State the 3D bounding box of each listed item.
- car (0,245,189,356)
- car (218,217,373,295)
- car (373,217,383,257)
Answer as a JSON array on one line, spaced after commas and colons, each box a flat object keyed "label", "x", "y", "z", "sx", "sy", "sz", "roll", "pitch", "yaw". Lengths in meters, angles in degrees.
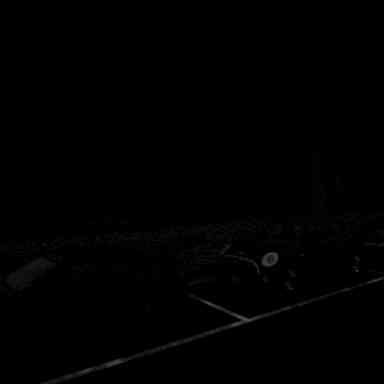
[{"label": "car", "x": -1.989, "y": 1.580, "z": 5.343, "sx": 4.206, "sy": 1.307, "sz": 1.802, "roll": 0, "pitch": 0, "yaw": -36}, {"label": "car", "x": 2.601, "y": 1.432, "z": 8.617, "sx": 4.097, "sy": 1.590, "sz": 1.967, "roll": 0, "pitch": 0, "yaw": -36}, {"label": "car", "x": 7.193, "y": 1.569, "z": 11.893, "sx": 4.206, "sy": 1.307, "sz": 1.802, "roll": 0, "pitch": 0, "yaw": -36}]
